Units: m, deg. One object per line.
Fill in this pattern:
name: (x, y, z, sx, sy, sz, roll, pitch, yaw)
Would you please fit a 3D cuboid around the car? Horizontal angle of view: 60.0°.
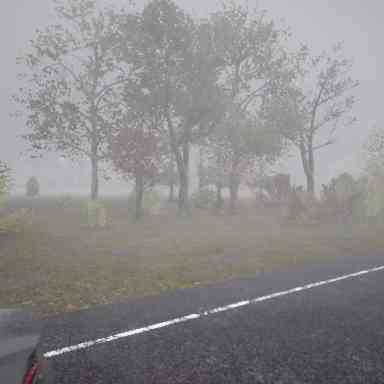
car: (-3.314, 1.504, 1.602, 4.892, 1.490, 1.837, 0, 0, -35)
